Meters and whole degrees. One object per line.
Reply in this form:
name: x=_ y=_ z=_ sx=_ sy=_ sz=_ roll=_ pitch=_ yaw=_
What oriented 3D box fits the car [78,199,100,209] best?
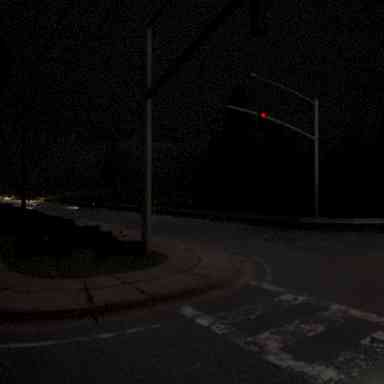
car: x=-14.224 y=1.592 z=45.824 sx=1.994 sy=1.385 sz=4.181 roll=0 pitch=0 yaw=-35
